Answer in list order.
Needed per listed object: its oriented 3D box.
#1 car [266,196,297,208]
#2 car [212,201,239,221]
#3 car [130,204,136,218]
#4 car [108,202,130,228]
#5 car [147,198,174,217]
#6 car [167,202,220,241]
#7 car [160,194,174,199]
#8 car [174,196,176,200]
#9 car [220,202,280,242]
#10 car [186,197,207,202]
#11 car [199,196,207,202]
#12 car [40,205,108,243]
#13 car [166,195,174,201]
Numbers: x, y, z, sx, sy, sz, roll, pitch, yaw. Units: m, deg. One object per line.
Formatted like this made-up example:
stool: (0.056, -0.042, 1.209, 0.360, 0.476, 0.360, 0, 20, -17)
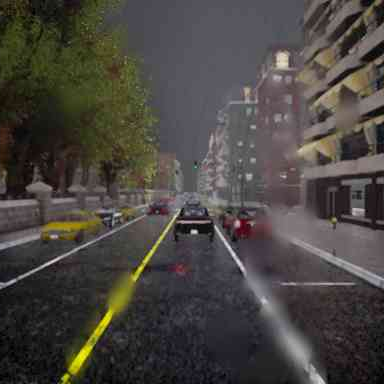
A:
car: (14.602, 1.626, 54.576, 5.009, 1.841, 2.192, 1, -1, 0)
car: (2.682, 1.537, 27.751, 1.752, 1.417, 4.829, 0, 0, 0)
car: (-5.699, 1.536, 27.408, 1.752, 1.417, 4.829, 0, 0, 0)
car: (-5.696, 1.558, 21.947, 2.008, 1.369, 4.403, 0, 0, 0)
car: (-3.070, 1.579, 31.365, 1.994, 1.385, 4.181, 0, 0, 0)
car: (0.097, 1.496, 16.626, 2.128, 1.511, 4.902, 0, 0, 0)
car: (-5.711, 1.372, 71.144, 2.192, 1.841, 5.009, 0, 0, 0)
car: (-5.713, 1.514, 82.214, 1.967, 1.590, 4.097, 0, 0, 0)
car: (2.684, 1.444, 16.319, 1.967, 1.590, 4.097, 0, 0, 0)
car: (0.093, 1.506, 31.823, 2.128, 1.511, 4.902, 0, 0, 0)
car: (2.668, 1.619, 82.217, 1.887, 1.381, 4.507, 0, 0, 0)
car: (-5.696, 1.529, 16.147, 1.752, 1.417, 4.829, 0, 0, 0)
car: (-5.714, 1.628, 87.750, 1.887, 1.381, 4.507, 0, 0, 0)
